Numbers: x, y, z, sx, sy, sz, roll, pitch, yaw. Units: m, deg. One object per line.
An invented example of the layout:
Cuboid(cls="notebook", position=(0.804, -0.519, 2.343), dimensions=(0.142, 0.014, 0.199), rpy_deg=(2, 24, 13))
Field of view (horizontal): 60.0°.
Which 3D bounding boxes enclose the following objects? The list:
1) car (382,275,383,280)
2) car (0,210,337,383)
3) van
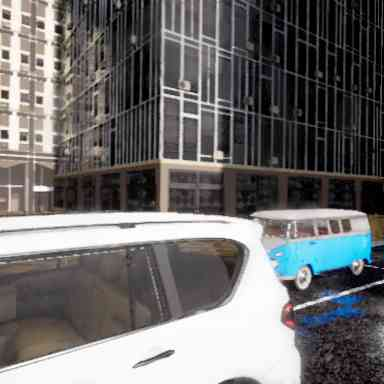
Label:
Cuboid(cls="car", position=(6.812, 1.596, 8.117), dimensions=(5.357, 1.411, 2.033), rpy_deg=(0, 0, -35))
Cuboid(cls="car", position=(-1.651, 1.210, 2.227), dimensions=(5.566, 2.045, 2.150), rpy_deg=(1, 0, -35))
Cuboid(cls="van", position=(3.068, 1.363, 8.802), dimensions=(3.998, 1.788, 1.690), rpy_deg=(0, 0, -35))
